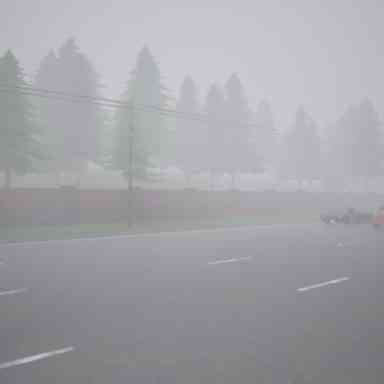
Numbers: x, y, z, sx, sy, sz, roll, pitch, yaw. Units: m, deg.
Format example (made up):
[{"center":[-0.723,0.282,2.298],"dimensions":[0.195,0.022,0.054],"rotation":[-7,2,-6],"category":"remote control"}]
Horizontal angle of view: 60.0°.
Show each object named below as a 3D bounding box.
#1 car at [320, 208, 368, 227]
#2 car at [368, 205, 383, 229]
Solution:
[{"center":[11.808,1.817,24.953],"dimensions":[4.718,1.301,1.895],"rotation":[1,0,-35],"category":"car"},{"center":[14.195,1.577,22.352],"dimensions":[4.553,1.767,2.097],"rotation":[1,0,-35],"category":"car"}]
